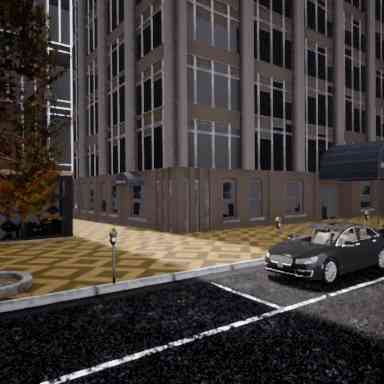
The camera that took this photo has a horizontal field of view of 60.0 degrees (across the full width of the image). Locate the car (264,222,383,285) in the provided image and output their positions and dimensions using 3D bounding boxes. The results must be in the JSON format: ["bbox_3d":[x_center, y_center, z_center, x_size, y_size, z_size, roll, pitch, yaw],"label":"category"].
[{"bbox_3d":[3.918,1.549,9.360,4.403,1.369,2.008,0,-1,-35],"label":"car"}]
